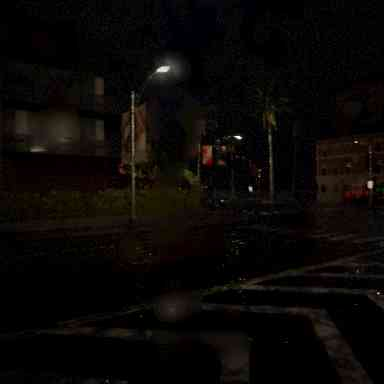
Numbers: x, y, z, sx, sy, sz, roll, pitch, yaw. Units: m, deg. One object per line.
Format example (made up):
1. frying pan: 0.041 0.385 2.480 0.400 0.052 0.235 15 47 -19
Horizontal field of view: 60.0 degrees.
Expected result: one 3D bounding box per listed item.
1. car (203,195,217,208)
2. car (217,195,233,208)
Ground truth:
1. car: 0.609 1.166 43.195 2.097 1.767 4.553 -1 0 -35
2. car: 3.450 1.141 45.245 2.097 1.767 4.553 -1 0 -35
